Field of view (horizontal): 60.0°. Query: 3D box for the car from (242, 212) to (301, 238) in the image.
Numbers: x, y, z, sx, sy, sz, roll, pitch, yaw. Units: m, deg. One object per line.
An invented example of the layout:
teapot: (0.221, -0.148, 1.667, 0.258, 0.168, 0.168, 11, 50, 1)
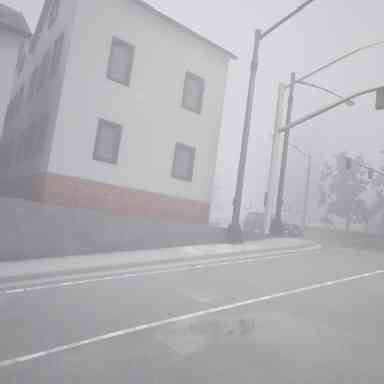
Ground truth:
car: (6.986, 2.946, 29.608, 2.150, 2.045, 5.566, 12, -7, -35)

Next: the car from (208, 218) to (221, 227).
car: (0.984, 3.291, 37.918, 2.033, 1.411, 5.357, 12, -7, -35)
